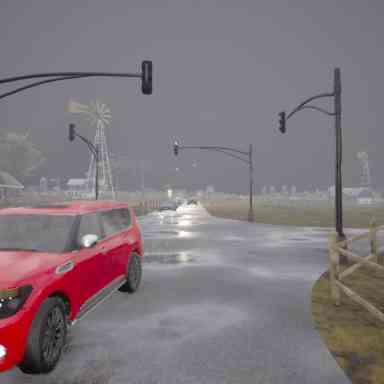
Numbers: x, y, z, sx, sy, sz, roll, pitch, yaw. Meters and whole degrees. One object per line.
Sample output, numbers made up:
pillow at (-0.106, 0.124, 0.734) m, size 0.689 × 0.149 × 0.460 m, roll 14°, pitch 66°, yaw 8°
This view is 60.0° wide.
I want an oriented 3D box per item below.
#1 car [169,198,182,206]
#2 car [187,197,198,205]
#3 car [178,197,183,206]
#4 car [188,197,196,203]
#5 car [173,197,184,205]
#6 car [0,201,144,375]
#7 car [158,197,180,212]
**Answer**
car at (-2.865, 1.796, 58.470) m, size 1.895 × 1.301 × 4.718 m, roll 0°, pitch 0°, yaw 0°
car at (0.065, 1.732, 63.804) m, size 1.837 × 1.490 × 4.892 m, roll 0°, pitch 0°, yaw 0°
car at (-2.879, 1.630, 48.489) m, size 2.128 × 1.511 × 4.902 m, roll 0°, pitch 0°, yaw 0°
car at (-0.040, 1.850, 77.831) m, size 1.812 × 1.442 × 4.674 m, roll 0°, pitch 0°, yaw 0°
car at (-2.790, 1.810, 69.078) m, size 2.033 × 1.411 × 5.357 m, roll 0°, pitch 0°, yaw 0°
car at (-2.541, 1.223, 6.068) m, size 2.150 × 2.045 × 5.566 m, roll -1°, pitch 0°, yaw 8°
car at (-2.877, 1.661, 39.747) m, size 1.994 × 1.385 × 4.181 m, roll 0°, pitch 0°, yaw 0°
